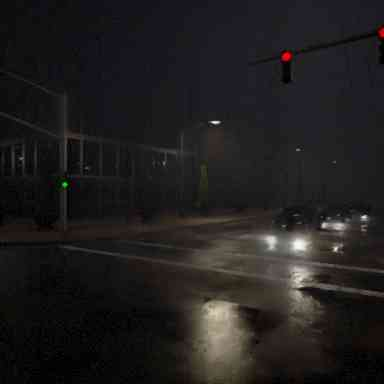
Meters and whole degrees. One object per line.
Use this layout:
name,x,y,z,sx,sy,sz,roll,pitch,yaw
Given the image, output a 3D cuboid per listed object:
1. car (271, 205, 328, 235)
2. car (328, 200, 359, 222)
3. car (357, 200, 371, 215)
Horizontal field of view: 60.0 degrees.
car,6.286,1.577,19.664,1.837,1.490,4.892,0,0,36
car,12.009,1.653,27.600,2.033,1.411,5.357,0,0,36
car,18.057,1.644,35.962,1.837,1.490,4.892,0,0,36
